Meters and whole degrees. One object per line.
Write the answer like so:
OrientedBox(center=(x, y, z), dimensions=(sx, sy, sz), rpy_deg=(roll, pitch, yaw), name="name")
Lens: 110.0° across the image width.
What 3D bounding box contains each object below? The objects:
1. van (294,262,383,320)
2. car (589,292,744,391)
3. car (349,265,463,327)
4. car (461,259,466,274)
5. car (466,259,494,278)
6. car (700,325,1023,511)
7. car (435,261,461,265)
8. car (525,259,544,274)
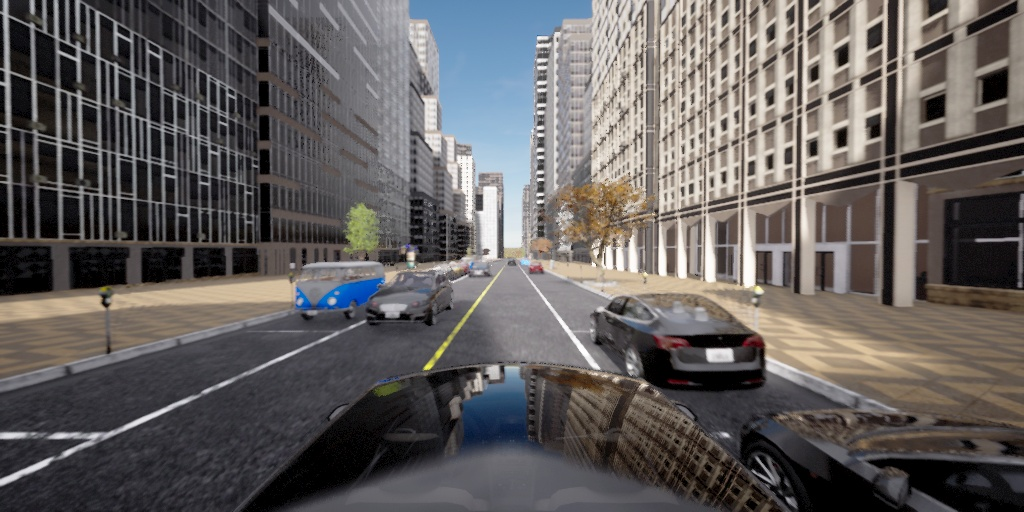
OrientedBox(center=(-5.690, 1.090, 12.324), dimensions=(1.690, 1.789, 3.998), rpy_deg=(0, 0, 0), name="van")
OrientedBox(center=(2.691, 1.314, 6.700), dimensions=(1.948, 1.339, 4.313), rpy_deg=(0, 0, 0), name="car")
OrientedBox(center=(-3.084, 1.237, 11.704), dimensions=(2.128, 1.511, 4.902), rpy_deg=(0, 0, 0), name="car")
OrientedBox(center=(-5.693, 1.283, 34.654), dimensions=(1.751, 1.417, 4.829), rpy_deg=(0, 0, 0), name="car")
OrientedBox(center=(-3.005, 1.288, 34.483), dimensions=(1.812, 1.442, 4.674), rpy_deg=(0, 0, 0), name="car")
OrientedBox(center=(2.692, 1.316, 1.075), dimensions=(1.948, 1.339, 4.313), rpy_deg=(0, 0, 0), name="car")
OrientedBox(center=(-5.692, 1.305, 29.199), dimensions=(2.007, 1.370, 4.403), rpy_deg=(0, 0, 0), name="car")
OrientedBox(center=(2.688, 1.342, 40.450), dimensions=(1.802, 1.307, 4.207), rpy_deg=(0, 0, 0), name="car")
